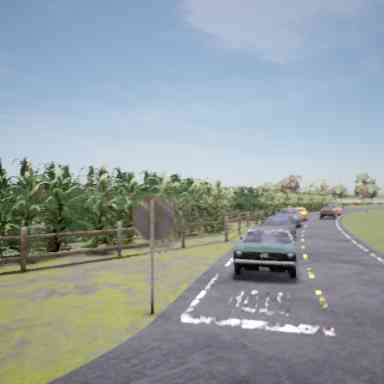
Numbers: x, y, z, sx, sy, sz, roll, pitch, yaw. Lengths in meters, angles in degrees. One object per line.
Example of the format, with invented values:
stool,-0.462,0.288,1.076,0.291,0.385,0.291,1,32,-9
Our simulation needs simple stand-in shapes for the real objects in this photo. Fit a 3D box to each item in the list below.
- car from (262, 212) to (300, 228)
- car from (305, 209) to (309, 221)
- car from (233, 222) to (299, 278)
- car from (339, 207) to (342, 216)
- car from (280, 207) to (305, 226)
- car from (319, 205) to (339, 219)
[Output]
car,5.275,2.144,20.192,1.994,1.385,4.181,-1,-2,19
car,12.498,2.572,38.956,1.882,1.535,5.008,-1,-2,24
car,2.627,1.933,11.523,1.895,1.301,4.718,0,-2,16
car,22.244,2.794,52.076,2.097,1.767,4.553,-1,-2,29
car,8.563,2.189,29.405,2.097,1.767,4.553,-1,-2,21
car,17.652,2.714,43.088,1.837,1.490,4.892,-1,-2,25
